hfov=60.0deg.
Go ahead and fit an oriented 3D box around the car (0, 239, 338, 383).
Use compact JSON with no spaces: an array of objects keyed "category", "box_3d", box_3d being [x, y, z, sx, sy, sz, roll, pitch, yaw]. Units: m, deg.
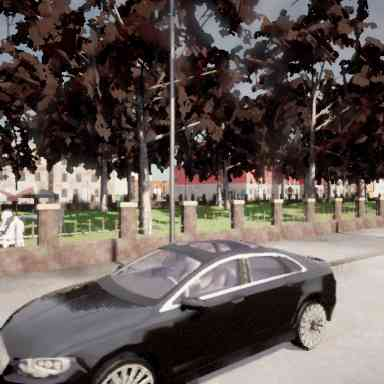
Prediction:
[{"category":"car","box_3d":[0.065,1.492,4.655,4.902,1.511,2.128,0,0,-36]}]
